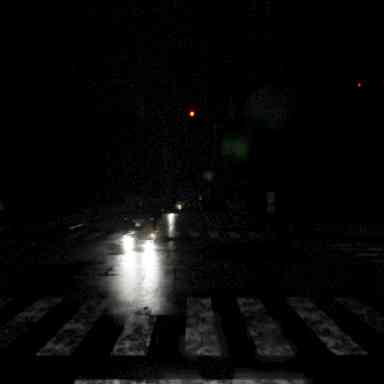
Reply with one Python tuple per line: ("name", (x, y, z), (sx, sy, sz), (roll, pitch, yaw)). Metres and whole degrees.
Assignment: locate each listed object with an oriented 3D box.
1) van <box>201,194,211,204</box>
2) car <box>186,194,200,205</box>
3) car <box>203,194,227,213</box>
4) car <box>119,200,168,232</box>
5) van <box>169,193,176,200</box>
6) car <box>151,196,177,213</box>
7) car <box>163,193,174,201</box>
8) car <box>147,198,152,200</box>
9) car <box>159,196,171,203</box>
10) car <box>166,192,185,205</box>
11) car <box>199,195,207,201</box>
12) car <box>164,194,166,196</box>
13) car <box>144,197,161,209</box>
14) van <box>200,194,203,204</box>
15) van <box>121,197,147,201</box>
("van", (2.560, 1.277, 62.656), (1.690, 1.788, 3.998), (0, 0, 0))
("car", (-0.052, 1.491, 55.473), (2.033, 1.411, 5.357), (0, 0, 0))
("car", (2.636, 1.279, 35.625), (2.192, 1.841, 5.009), (0, 0, 0))
("car", (-2.893, 1.471, 20.173), (2.128, 1.511, 4.902), (0, 0, 0))
("van", (-5.571, 1.241, 95.077), (1.690, 1.788, 3.998), (0, 0, 0))
("car", (-2.917, 1.467, 35.975), (1.837, 1.490, 4.892), (0, 1, 0))
("car", (-5.545, 1.233, 78.858), (2.192, 1.841, 5.009), (0, 0, 0))
("car", (-5.484, 1.525, 41.015), (1.947, 1.339, 4.313), (0, 0, 0))
("car", (-5.527, 1.480, 68.046), (2.008, 1.369, 4.403), (0, 0, 0))
("car", (-2.873, 1.167, 58.064), (2.150, 2.045, 5.566), (0, 0, 0))
("car", (2.515, 1.443, 79.045), (1.752, 1.417, 4.829), (0, 0, 0))
("car", (-5.518, 1.461, 62.470), (1.752, 1.417, 4.829), (0, 0, 0))
("car", (-5.493, 1.498, 46.421), (1.887, 1.381, 4.507), (0, 0, 0))
("van", (2.590, 1.288, 51.843), (1.690, 1.788, 3.998), (0, 0, 0))
("van", (-5.467, 1.311, 30.202), (1.690, 1.788, 3.998), (0, 0, 0))
